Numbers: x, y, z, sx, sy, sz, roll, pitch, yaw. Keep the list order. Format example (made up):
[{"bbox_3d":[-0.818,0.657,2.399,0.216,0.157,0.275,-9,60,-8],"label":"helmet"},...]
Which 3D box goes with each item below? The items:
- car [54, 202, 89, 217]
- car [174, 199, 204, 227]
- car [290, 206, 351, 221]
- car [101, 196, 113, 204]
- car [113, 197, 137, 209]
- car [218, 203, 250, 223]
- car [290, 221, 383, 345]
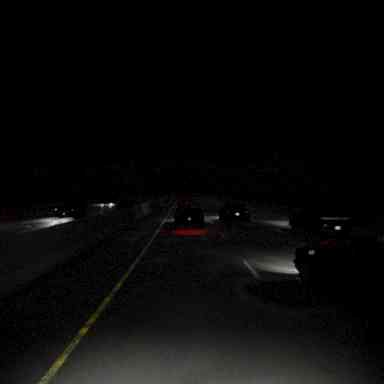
[{"bbox_3d":[-11.154,1.601,31.033,1.895,1.301,4.718,0,0,-2],"label":"car"},{"bbox_3d":[-0.228,1.477,22.810,1.882,1.535,5.008,0,0,-1],"label":"car"},{"bbox_3d":[6.890,1.491,18.273,2.128,1.511,4.902,0,0,-1],"label":"car"},{"bbox_3d":[-15.453,1.533,61.674,1.837,1.490,4.892,0,0,-1],"label":"car"},{"bbox_3d":[-7.937,1.547,41.172,2.033,1.411,5.357,0,0,-2],"label":"car"},{"bbox_3d":[3.192,1.563,25.797,1.994,1.385,4.181,0,0,-2],"label":"car"},{"bbox_3d":[3.584,1.547,6.324,2.033,1.411,5.357,0,0,0],"label":"car"}]
